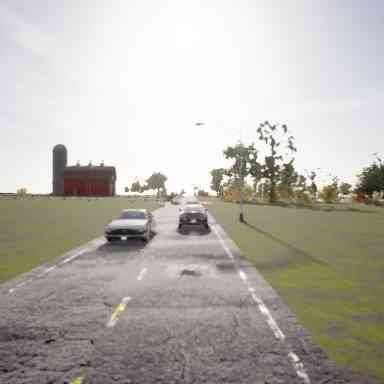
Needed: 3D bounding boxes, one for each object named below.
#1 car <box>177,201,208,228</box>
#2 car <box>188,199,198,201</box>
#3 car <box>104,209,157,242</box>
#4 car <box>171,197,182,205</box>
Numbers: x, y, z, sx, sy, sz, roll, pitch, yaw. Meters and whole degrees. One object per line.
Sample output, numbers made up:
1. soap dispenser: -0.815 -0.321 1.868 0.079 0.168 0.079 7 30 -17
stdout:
1. car: 0.093 1.543 21.970 1.812 1.442 4.674 0 0 0
2. car: 0.087 1.602 41.514 1.994 1.385 4.181 0 0 0
3. car: -2.855 1.559 16.625 2.033 1.411 5.357 0 0 0
4. car: -2.769 1.636 60.593 1.812 1.442 4.674 0 0 0
